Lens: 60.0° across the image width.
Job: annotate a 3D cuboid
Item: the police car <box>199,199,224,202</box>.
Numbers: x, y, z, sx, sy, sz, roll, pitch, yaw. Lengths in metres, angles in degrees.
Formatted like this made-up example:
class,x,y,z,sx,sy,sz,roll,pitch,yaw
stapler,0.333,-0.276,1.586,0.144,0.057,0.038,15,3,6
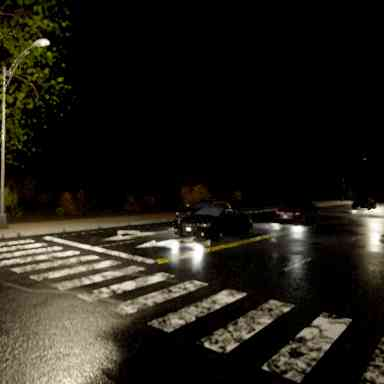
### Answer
class,x,y,z,sx,sy,sz,roll,pitch,yaw
police car,0.977,1.226,20.235,2.038,1.542,4.974,2,1,39

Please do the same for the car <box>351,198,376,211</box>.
class,x,y,z,sx,sy,sz,roll,pitch,yaw
car,20.453,1.397,39.437,2.033,1.411,5.357,2,1,39

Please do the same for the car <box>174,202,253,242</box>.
class,x,y,z,sx,sy,sz,roll,pitch,yaw
car,1.106,1.366,15.357,1.994,1.385,4.181,2,1,39

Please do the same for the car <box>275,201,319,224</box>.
class,x,y,z,sx,sy,sz,roll,pitch,yaw
car,7.488,1.343,23.330,1.812,1.442,4.674,2,1,38
